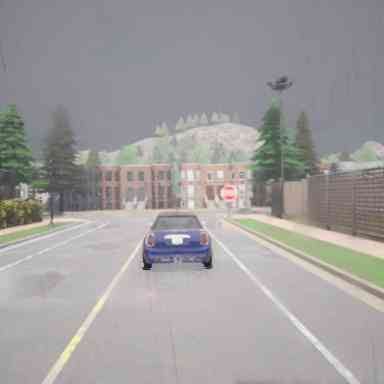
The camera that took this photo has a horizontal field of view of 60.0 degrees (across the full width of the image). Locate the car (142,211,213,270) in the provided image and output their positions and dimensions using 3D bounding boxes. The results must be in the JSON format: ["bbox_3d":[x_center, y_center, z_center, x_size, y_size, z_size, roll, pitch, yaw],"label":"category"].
[{"bbox_3d":[-0.524,1.455,11.724,2.097,1.767,4.553,-1,-1,-3],"label":"car"}]
